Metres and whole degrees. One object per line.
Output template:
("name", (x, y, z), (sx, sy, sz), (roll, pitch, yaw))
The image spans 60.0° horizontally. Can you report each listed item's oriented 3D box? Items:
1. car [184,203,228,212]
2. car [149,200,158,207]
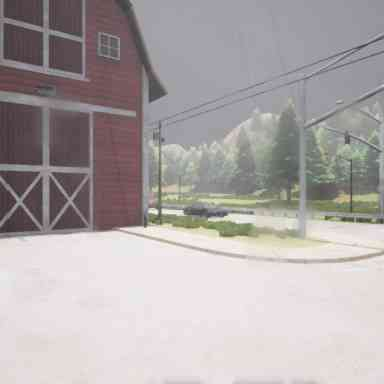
("car", (1.190, 1.763, 31.938), (2.033, 1.411, 5.357), (0, 0, -34))
("car", (-6.523, 1.852, 49.614), (1.812, 1.442, 4.674), (0, 0, -34))
